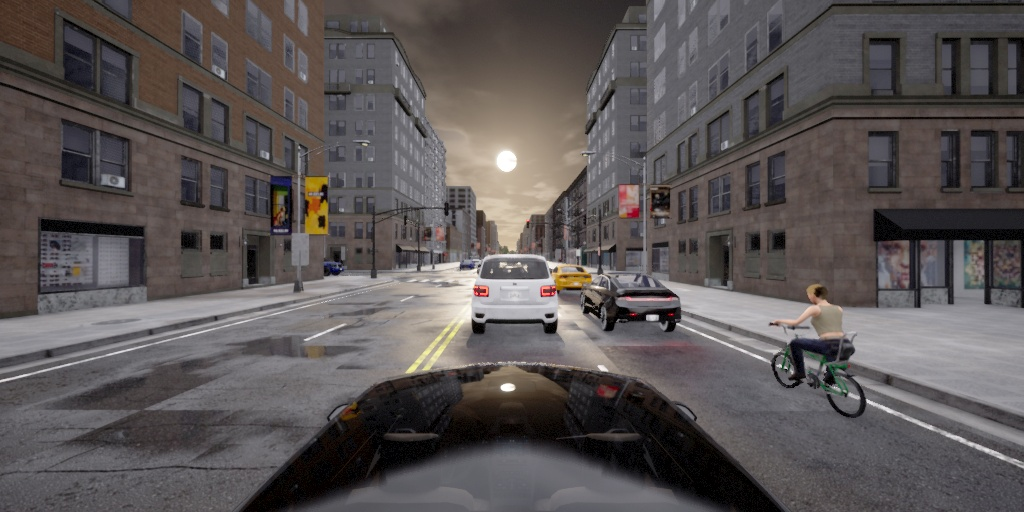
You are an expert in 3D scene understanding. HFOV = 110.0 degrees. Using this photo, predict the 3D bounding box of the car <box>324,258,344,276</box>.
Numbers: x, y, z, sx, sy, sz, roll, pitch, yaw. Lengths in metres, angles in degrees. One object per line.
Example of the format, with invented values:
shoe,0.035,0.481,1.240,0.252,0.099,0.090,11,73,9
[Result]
car,-19.823,0.956,35.871,5.566,2.045,2.150,0,0,2

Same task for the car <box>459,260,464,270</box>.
car,-6.736,1.246,54.138,1.882,1.535,5.008,0,0,0

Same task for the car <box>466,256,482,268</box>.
car,-6.731,0.992,64.083,2.150,2.045,5.566,0,0,0

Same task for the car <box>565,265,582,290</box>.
car,3.199,1.231,20.364,1.882,1.535,5.008,0,0,0

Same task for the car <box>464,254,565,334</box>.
car,0.073,0.973,10.800,2.150,2.045,5.566,0,0,0

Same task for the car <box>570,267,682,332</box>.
car,3.317,1.243,10.874,2.128,1.511,4.902,0,0,0

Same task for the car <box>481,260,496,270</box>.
car,-3.477,1.332,53.130,1.994,1.385,4.181,0,0,0

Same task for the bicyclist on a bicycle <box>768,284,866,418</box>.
bicyclist on a bicycle,4.124,1.187,4.927,0.866,1.612,1.509,0,0,0
